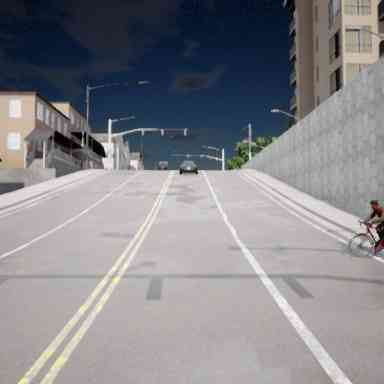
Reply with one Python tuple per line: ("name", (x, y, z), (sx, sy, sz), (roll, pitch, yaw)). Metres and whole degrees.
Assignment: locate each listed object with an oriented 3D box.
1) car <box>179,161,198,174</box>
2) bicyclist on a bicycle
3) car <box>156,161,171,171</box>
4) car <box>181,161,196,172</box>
("car", (-0.347, -2.732, 36.129), (1.994, 1.385, 4.181), (0, 8, 0))
("bicyclist on a bicycle", (5.185, 1.039, 9.230), (1.656, 1.620, 0.582), (0, 4, -1))
("car", (-4.053, -3.635, 47.783), (1.837, 1.490, 4.892), (0, 1, 0))
("car", (-0.504, -3.580, 47.258), (1.994, 1.385, 4.181), (0, 2, 0))
